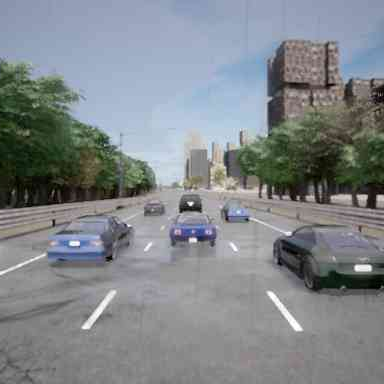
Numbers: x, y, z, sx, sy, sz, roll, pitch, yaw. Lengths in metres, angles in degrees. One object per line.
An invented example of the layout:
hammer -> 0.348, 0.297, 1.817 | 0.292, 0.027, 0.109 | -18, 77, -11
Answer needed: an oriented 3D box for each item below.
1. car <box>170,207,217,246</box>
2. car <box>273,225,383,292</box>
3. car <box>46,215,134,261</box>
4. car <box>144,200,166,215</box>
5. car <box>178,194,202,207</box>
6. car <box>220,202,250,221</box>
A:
car -> 0.036, 1.601, 15.271 | 1.895, 1.301, 4.718 | 0, 0, 0
car -> 3.573, 1.563, 8.965 | 1.994, 1.385, 4.181 | 0, 0, 0
car -> -3.440, 1.548, 12.208 | 2.033, 1.411, 5.357 | 0, 0, 0
car -> -3.667, 1.496, 33.448 | 2.128, 1.511, 4.902 | 0, 0, -1
car -> -0.154, 1.225, 32.723 | 2.150, 2.045, 5.566 | 0, 0, -1
car -> 3.425, 1.549, 27.119 | 2.033, 1.411, 5.357 | 0, 0, -1
